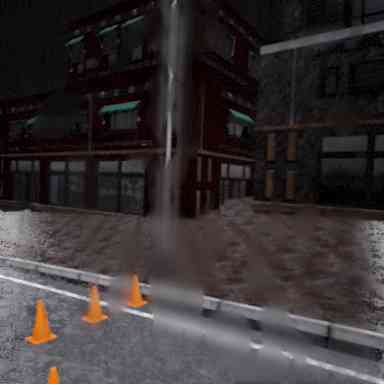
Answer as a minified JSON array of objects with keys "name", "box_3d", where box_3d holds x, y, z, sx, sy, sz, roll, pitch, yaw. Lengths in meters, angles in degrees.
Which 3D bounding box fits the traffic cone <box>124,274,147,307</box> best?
[{"name":"traffic cone","box_3d":[-1.153,1.977,6.769,0.340,0.580,0.340,-1,0,36]}]

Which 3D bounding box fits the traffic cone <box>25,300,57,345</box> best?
[{"name":"traffic cone","box_3d":[-2.339,1.977,5.162,0.340,0.580,0.340,-1,0,37]}]
